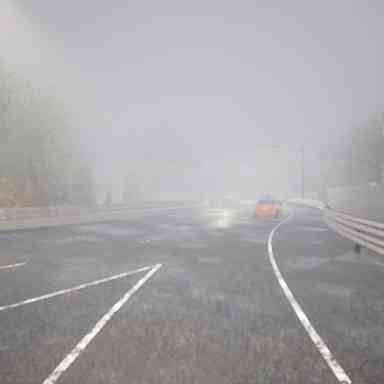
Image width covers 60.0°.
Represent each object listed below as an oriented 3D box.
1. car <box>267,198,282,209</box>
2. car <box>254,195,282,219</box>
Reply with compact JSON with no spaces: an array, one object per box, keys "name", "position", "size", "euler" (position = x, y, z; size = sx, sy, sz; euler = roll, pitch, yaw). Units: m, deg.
[{"name":"car","position":[12.789,1.734,51.741],"size":[1.837,1.490,4.892],"euler":[1,0,10]},{"name":"car","position":[7.177,1.481,31.254],"size":[2.097,1.767,4.553],"euler":[0,0,21]}]
